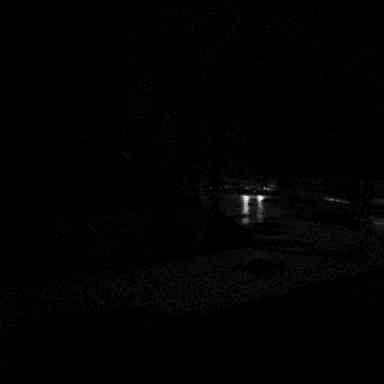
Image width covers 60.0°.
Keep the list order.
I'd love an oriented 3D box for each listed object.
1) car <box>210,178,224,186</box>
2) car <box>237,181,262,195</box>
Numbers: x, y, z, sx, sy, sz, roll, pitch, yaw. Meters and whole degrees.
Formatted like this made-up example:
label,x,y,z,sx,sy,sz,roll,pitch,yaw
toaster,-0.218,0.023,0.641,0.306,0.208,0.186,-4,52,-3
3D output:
label,x,y,z,sx,sy,sz,roll,pitch,yaw
car,4.283,-1.755,58.025,1.895,1.301,4.718,0,3,-5
car,6.103,-0.493,35.695,1.812,1.442,4.674,0,4,-5
